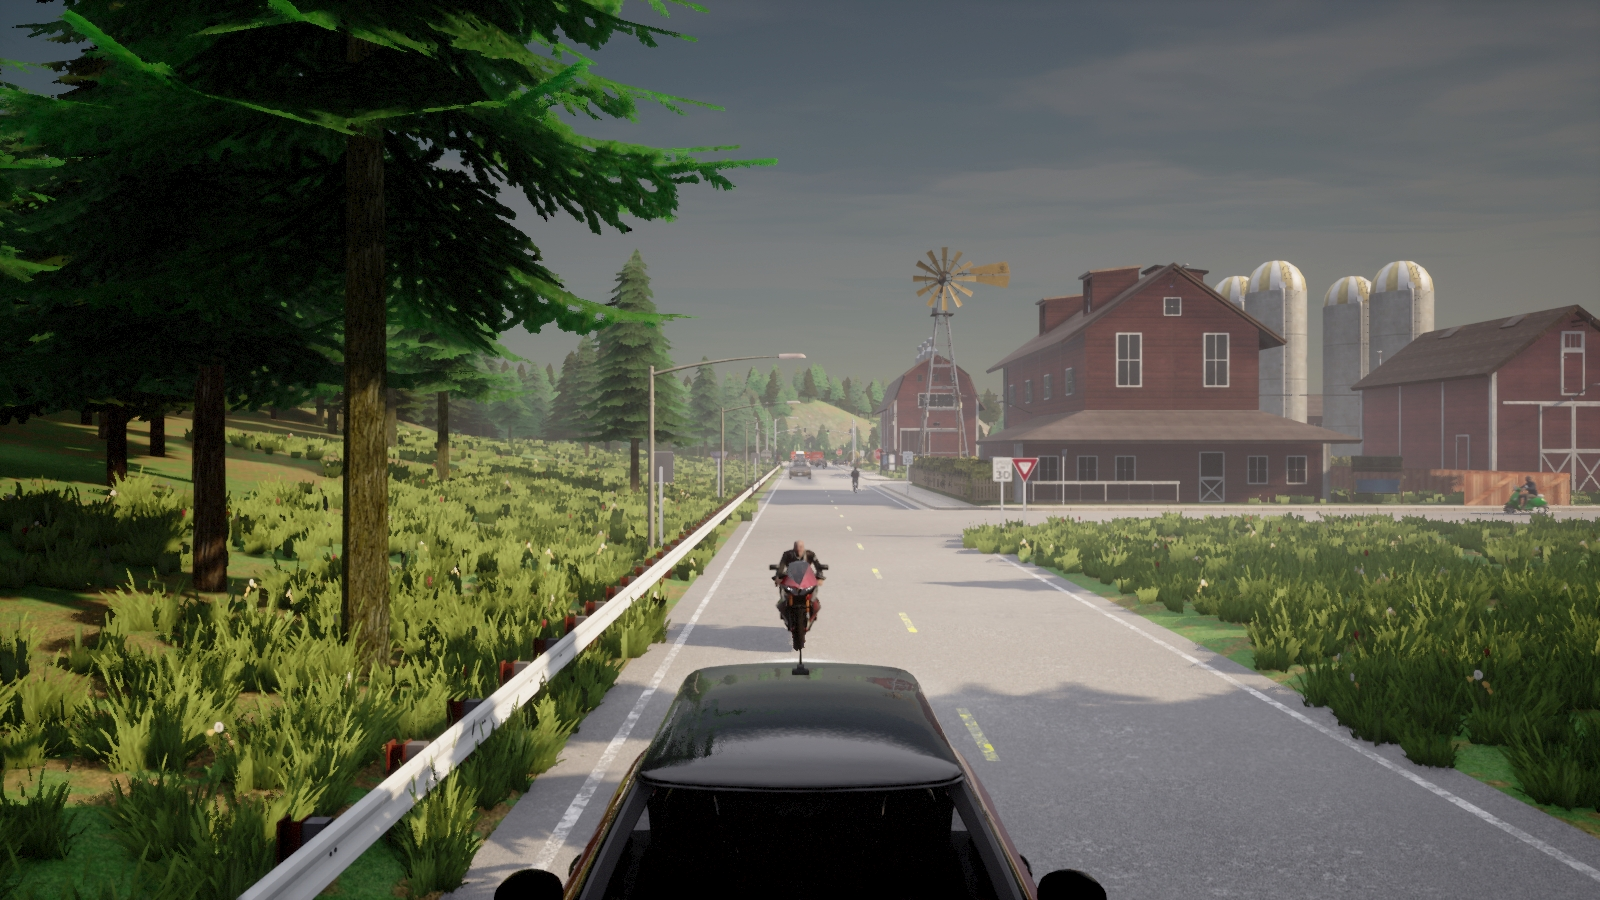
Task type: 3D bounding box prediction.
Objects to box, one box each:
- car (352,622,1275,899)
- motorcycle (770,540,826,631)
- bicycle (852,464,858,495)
[{"bbox_3d":[0.033,1.906,4.501,2.097,1.767,4.553,0,0,0],"label":"car"},{"bbox_3d":[-0.032,2.205,18.952,0.867,1.251,2.209,0,0,0],"label":"motorcycle"},{"bbox_3d":[3.513,1.836,72.771,0.329,1.919,1.835,0,0,0],"label":"bicycle"}]
